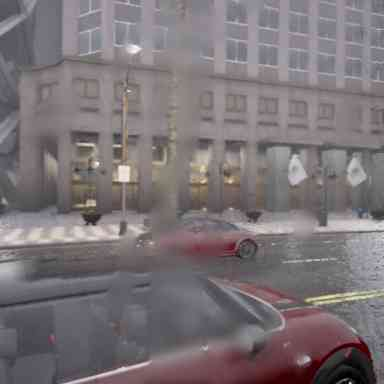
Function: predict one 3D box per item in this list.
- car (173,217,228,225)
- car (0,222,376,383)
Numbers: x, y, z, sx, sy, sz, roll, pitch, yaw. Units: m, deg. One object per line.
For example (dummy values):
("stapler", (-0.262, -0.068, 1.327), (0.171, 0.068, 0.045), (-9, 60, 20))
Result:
("car", (0.177, 1.580, 11.385), (4.181, 1.385, 1.994), (1, 0, -23))
("car", (-0.430, 1.349, 3.008), (4.553, 1.767, 2.097), (1, 0, -31))
